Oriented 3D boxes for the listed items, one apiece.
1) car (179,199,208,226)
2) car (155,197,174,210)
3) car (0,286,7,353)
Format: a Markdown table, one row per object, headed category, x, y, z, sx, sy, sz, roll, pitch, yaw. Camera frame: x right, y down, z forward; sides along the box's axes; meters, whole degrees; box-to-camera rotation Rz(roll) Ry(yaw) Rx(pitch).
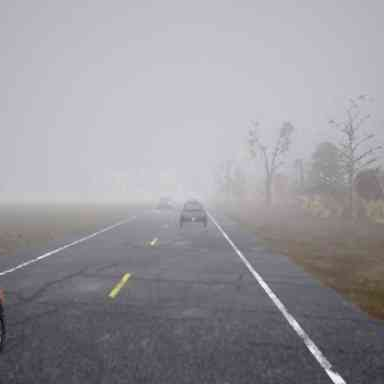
| category | x | y | z | sx | sy | sz | roll | pitch | yaw |
| --- | --- | --- | --- | --- | --- | --- | --- | --- | --- |
| car | 0.103 | 1.534 | 23.776 | 2.128 | 1.511 | 4.902 | 0 | 0 | 0 |
| car | -3.574 | 1.411 | 43.642 | 2.097 | 1.767 | 4.553 | 0 | 0 | 0 |
| car | -3.600 | 1.358 | 2.657 | 2.097 | 1.767 | 4.553 | 0 | 0 | 0 |
